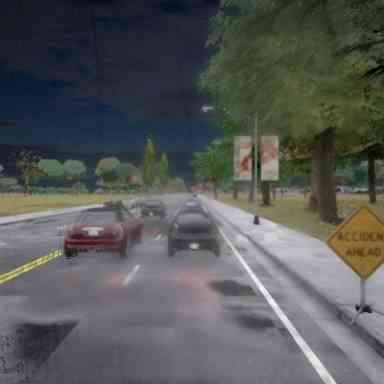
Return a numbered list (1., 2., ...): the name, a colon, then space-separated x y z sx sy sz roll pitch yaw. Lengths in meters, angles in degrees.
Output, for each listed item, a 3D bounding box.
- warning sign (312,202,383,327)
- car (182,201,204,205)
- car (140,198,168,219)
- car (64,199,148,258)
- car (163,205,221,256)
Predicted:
1. warning sign: 2.846 1.106 5.538 1.300 1.860 1.060 0 0 0
2. car: 0.082 1.482 29.103 1.812 1.442 4.674 0 0 0
3. car: -3.171 1.462 28.406 1.837 1.490 4.892 0 0 0
4. car: -3.169 1.331 12.837 2.097 1.767 4.553 0 0 0
5. car: 0.082 1.483 13.071 1.837 1.490 4.892 0 0 0
